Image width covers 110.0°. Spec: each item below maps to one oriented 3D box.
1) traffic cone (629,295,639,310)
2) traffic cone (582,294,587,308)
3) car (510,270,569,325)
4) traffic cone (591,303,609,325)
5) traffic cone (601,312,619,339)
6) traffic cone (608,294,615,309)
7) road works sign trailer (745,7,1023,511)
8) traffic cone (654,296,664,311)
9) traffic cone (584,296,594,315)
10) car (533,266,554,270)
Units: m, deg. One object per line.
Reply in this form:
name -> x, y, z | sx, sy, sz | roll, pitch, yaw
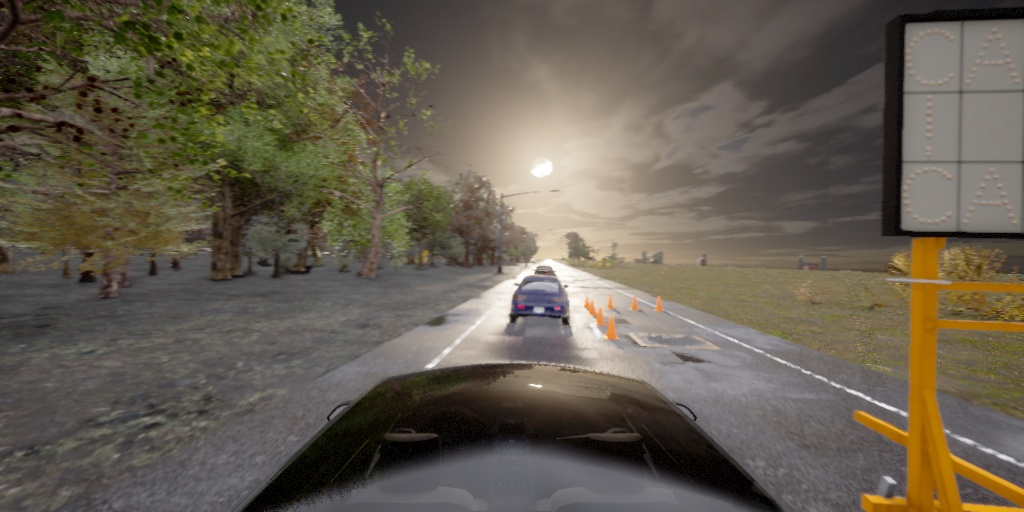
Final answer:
traffic cone -> 5.164, 1.958, 15.131 | 0.340, 0.580, 0.340 | 0, 0, 6
traffic cone -> 3.175, 1.901, 15.328 | 0.340, 0.580, 0.340 | 0, 0, 6
car -> 0.994, 1.386, 12.451 | 1.812, 1.442, 4.674 | 2, 0, 6
traffic cone -> 2.783, 1.859, 11.347 | 0.340, 0.580, 0.340 | 0, 0, 6
traffic cone -> 2.587, 1.839, 9.357 | 0.340, 0.580, 0.340 | 0, 0, 6
traffic cone -> 4.170, 1.930, 15.230 | 0.340, 0.580, 0.340 | 0, 0, 6
road works sign trailer -> 3.389, 0.317, 2.245 | 2.380, 3.560, 2.880 | 0, 0, 6
traffic cone -> 6.159, 1.986, 15.033 | 0.340, 0.580, 0.340 | 0, 0, 6
traffic cone -> 2.978, 1.880, 13.338 | 0.340, 0.580, 0.340 | 0, 0, 6
car -> 2.755, 1.554, 30.343 | 1.837, 1.490, 4.892 | 2, 0, 6
